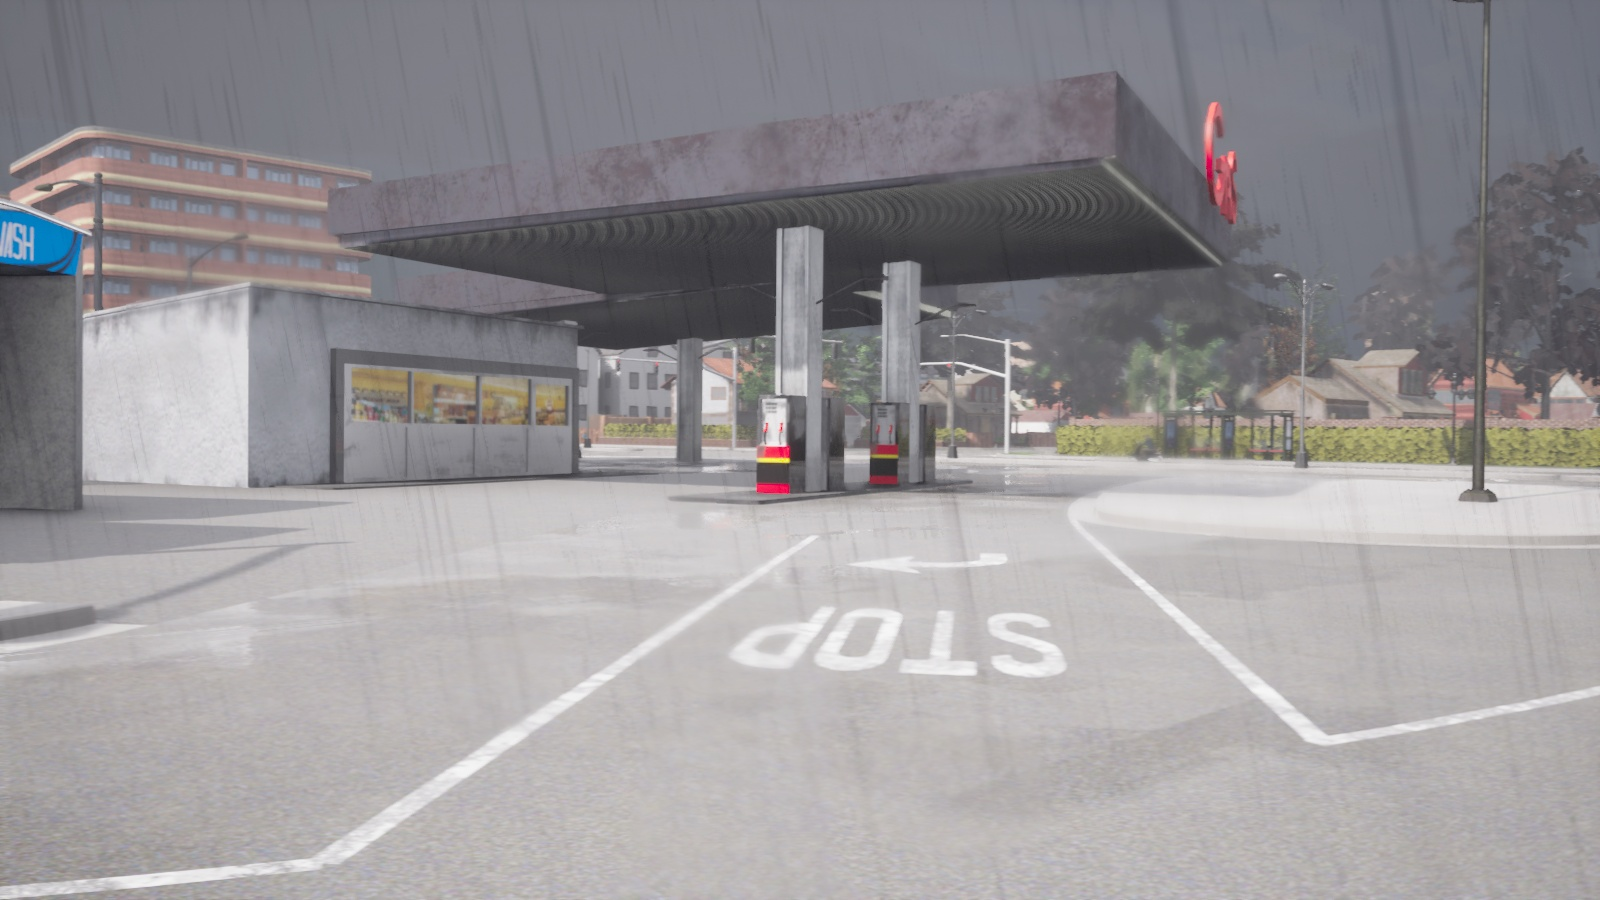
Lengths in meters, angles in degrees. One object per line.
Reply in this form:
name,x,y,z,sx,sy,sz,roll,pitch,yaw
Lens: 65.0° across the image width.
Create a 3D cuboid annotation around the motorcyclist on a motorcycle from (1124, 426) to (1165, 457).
motorcyclist on a motorcycle,17.801,-0.432,64.868,1.817,1.590,0.866,0,1,45
